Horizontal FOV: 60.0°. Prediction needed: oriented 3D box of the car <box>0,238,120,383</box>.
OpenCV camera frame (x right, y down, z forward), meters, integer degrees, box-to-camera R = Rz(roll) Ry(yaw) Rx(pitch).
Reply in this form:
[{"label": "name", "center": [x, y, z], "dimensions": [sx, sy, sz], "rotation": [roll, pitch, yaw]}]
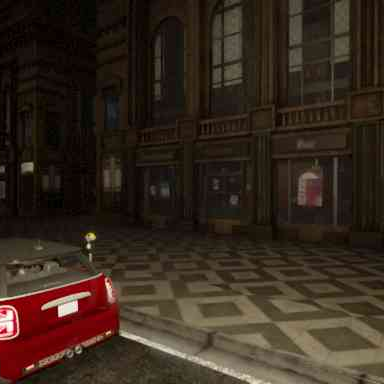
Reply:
[{"label": "car", "center": [-3.080, 1.439, 5.165], "dimensions": [4.097, 1.590, 1.967], "rotation": [0, 0, 36]}]
